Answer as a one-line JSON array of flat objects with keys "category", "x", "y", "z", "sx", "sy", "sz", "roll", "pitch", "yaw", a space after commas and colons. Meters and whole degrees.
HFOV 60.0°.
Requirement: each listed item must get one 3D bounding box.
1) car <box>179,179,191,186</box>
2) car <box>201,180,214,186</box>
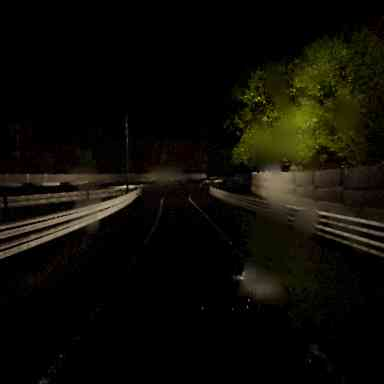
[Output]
[{"category": "car", "x": -1.987, "y": -2.421, "z": 91.453, "sx": 1.994, "sy": 1.385, "sz": 4.181, "roll": 1, "pitch": 3, "yaw": 22}, {"category": "car", "x": 4.673, "y": -2.353, "z": 89.250, "sx": 2.033, "sy": 1.411, "sz": 5.357, "roll": 1, "pitch": 3, "yaw": 22}]
